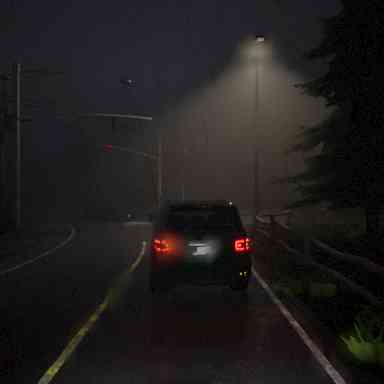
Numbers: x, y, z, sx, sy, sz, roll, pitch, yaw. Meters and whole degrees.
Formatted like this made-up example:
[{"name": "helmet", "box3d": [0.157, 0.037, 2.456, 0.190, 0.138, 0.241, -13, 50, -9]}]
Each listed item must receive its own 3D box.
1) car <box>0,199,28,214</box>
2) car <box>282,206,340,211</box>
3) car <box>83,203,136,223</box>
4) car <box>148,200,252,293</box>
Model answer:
[{"name": "car", "box3d": [-19.503, 1.504, 35.058, 4.892, 1.490, 1.837, 0, 0, 24]}, {"name": "car", "box3d": [10.701, 1.628, 30.144, 4.718, 1.301, 1.895, 0, 0, 0]}, {"name": "car", "box3d": [-6.349, 1.571, 25.388, 4.181, 1.385, 1.994, 0, 0, 31]}, {"name": "car", "box3d": [0.008, 1.221, 9.065, 2.150, 2.045, 5.566, 0, 0, -5]}]
